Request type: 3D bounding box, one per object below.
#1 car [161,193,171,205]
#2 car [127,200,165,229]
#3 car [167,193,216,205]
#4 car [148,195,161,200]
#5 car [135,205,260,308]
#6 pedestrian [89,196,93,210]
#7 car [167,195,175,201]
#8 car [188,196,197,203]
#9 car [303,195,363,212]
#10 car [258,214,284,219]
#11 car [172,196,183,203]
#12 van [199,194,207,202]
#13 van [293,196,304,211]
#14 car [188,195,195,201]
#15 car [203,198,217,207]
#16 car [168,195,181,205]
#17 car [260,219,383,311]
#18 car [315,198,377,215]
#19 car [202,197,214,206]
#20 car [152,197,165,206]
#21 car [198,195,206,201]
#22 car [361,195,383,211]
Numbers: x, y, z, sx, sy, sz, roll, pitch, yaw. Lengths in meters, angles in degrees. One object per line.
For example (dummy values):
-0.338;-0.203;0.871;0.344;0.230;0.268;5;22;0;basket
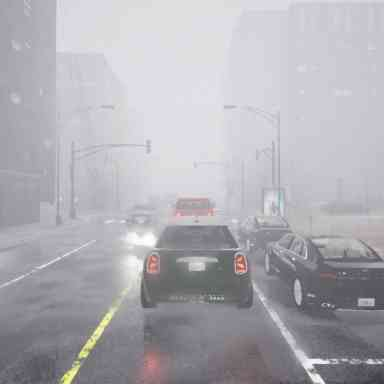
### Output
-3.137;1.240;51.021;2.150;2.045;5.566;0;0;0;car
-3.117;1.501;22.017;2.128;1.511;4.902;0;0;-3;car
0.082;1.228;17.536;2.150;2.045;5.566;0;0;0;car
-5.692;1.334;51.369;2.192;1.841;5.009;1;0;0;car
0.098;1.354;8.065;2.097;1.767;4.553;0;0;0;car
-12.542;1.348;41.291;0.375;1.860;0.375;0;0;0;pedestrian
-5.708;1.603;90.366;1.947;1.339;4.313;1;0;0;car
0.079;1.531;68.774;1.837;1.490;4.892;0;0;0;car
14.977;1.385;35.553;5.008;1.535;1.882;0;-1;2;car
2.826;1.555;13.139;2.008;1.369;4.403;1;0;0;car
-3.022;1.553;70.660;2.128;1.511;4.902;0;0;0;car
2.678;1.373;79.188;1.690;1.788;3.998;1;0;0;van
13.752;1.296;38.155;3.998;1.788;1.690;0;0;0;van
-0.029;1.561;90.370;1.812;1.442;4.674;0;0;0;car
2.685;1.585;51.331;1.947;1.339;4.313;1;0;0;car
-3.088;1.375;60.590;2.097;1.767;4.553;0;0;0;car
2.828;1.553;7.569;2.008;1.369;4.403;1;0;0;car
13.694;1.413;29.773;4.206;1.307;1.802;0;0;0;car
2.683;1.603;56.902;1.802;1.307;4.206;1;0;0;car
-5.697;1.566;56.940;1.887;1.381;4.507;1;0;0;car
2.672;1.582;90.329;1.887;1.381;4.507;1;0;0;car
19.279;1.228;38.117;5.009;1.841;2.192;0;0;0;car
